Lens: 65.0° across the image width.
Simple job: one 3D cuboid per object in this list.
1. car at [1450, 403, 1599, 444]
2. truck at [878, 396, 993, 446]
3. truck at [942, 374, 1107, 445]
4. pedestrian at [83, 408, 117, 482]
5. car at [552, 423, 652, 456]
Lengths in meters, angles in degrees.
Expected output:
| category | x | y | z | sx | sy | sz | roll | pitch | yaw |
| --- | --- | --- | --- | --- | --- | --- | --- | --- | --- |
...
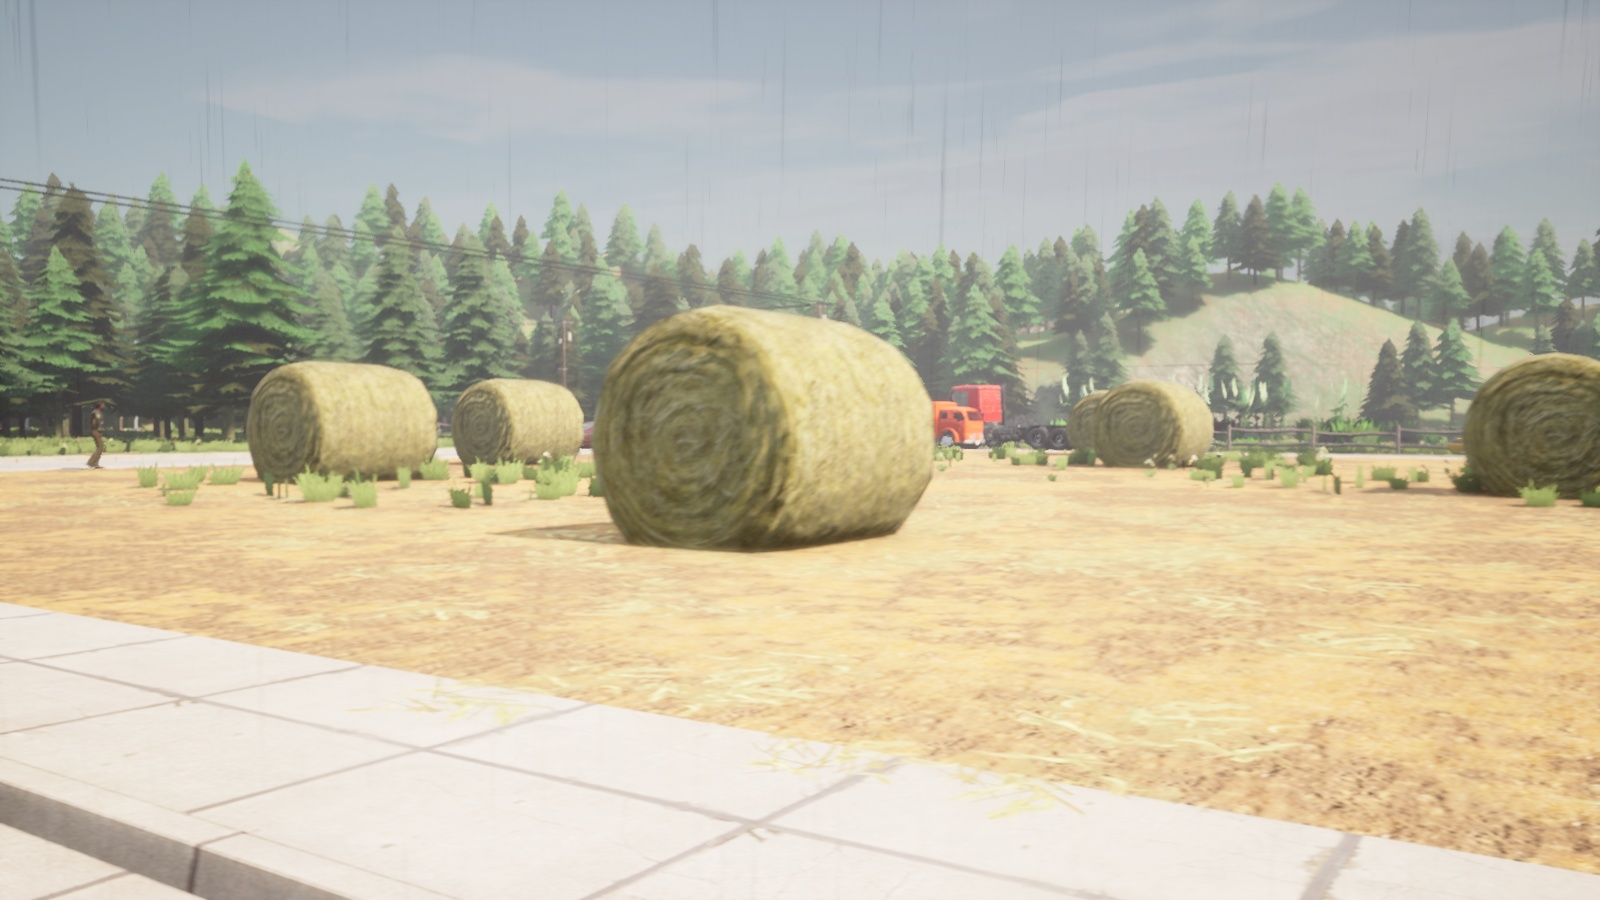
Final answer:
| category | x | y | z | sx | sy | sz | roll | pitch | yaw |
| --- | --- | --- | --- | --- | --- | --- | --- | --- | --- |
| car | 29.511 | -1.063 | 50.958 | 5.366 | 1.575 | 1.801 | 0 | 2 | 37 |
| truck | 6.877 | -1.457 | 63.879 | 5.204 | 2.467 | 2.627 | 0 | 2 | 37 |
| truck | 11.487 | -2.044 | 64.734 | 7.936 | 3.462 | 2.891 | 0 | 2 | 37 |
| pedestrian | -18.686 | -0.138 | 33.515 | 0.692 | 1.930 | 0.395 | -2 | 2 | -37 |
| car | -9.064 | -0.508 | 57.864 | 1.812 | 1.442 | 4.674 | 0 | 2 | 35 |
